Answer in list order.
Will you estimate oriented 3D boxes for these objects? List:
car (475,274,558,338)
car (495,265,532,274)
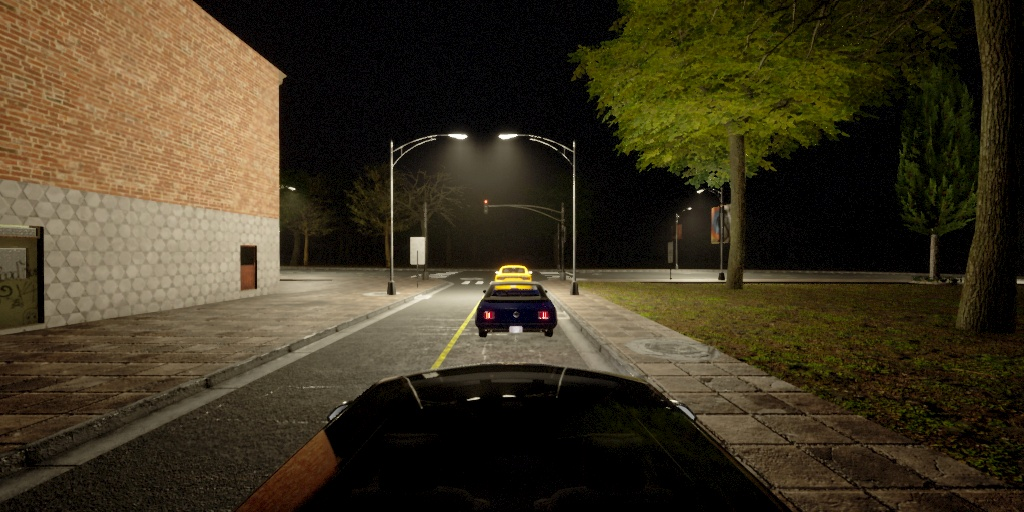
[{"bbox_3d":[0.093,1.356,10.230,1.895,1.301,4.718,0,0,0],"label":"car"},{"bbox_3d":[0.089,1.255,19.574,1.882,1.535,5.008,0,0,1],"label":"car"}]
